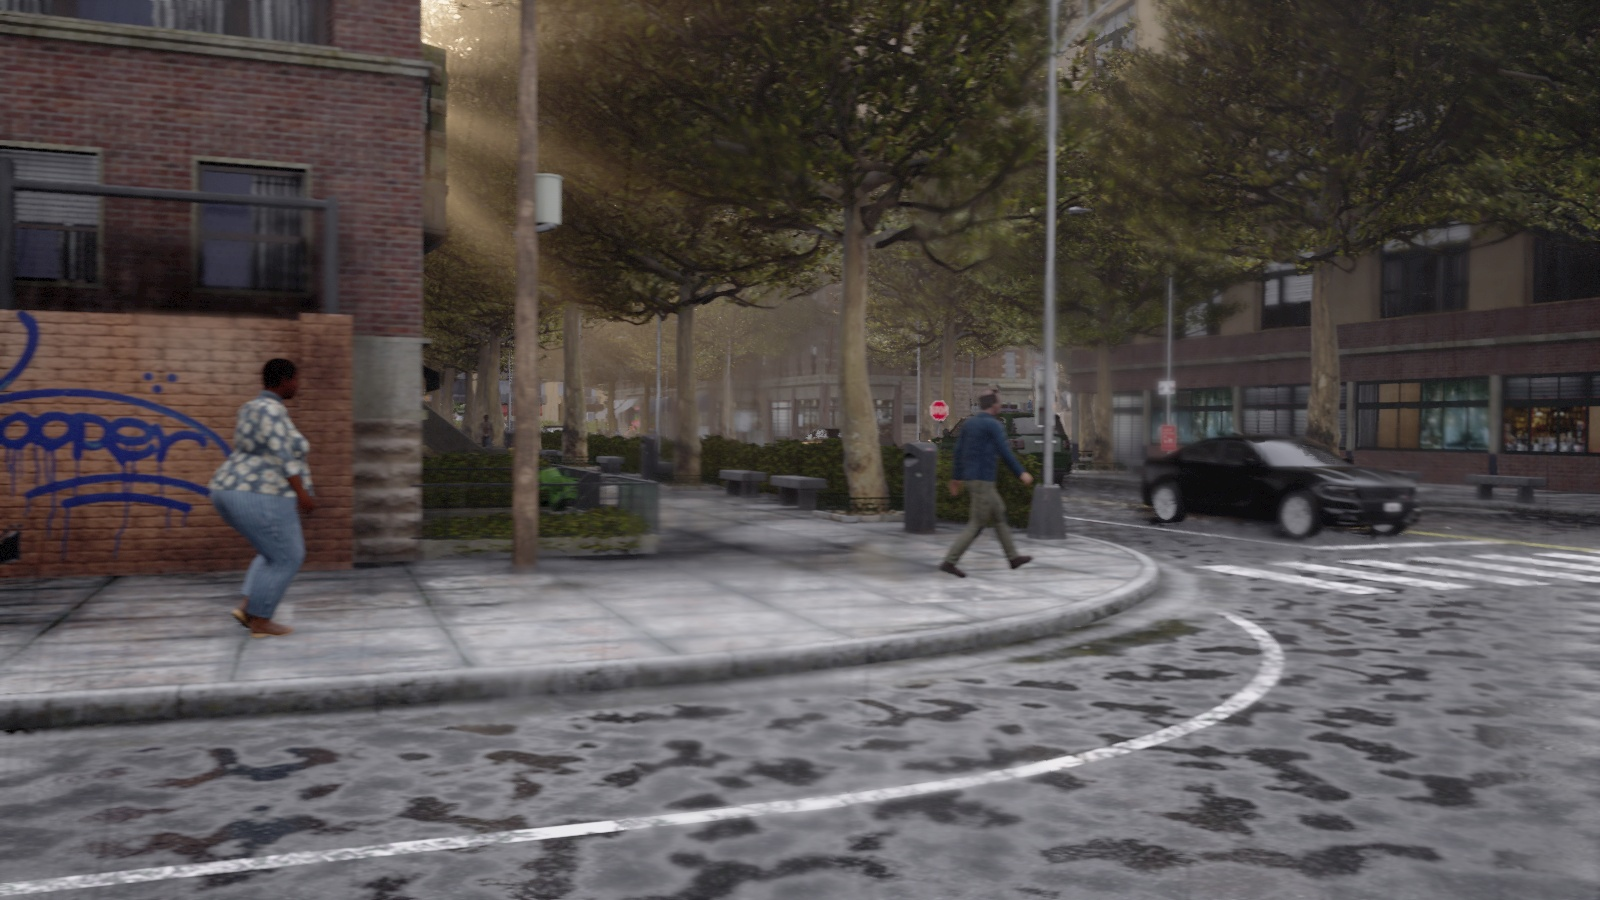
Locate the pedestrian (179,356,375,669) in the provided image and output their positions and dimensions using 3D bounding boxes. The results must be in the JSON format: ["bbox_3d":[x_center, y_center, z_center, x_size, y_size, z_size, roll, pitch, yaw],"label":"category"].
[{"bbox_3d":[-3.360,0.359,8.064,0.900,1.855,0.874,-2,1,-41],"label":"pedestrian"}]

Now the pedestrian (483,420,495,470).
[{"bbox_3d":[-11.403,-0.182,46.002,0.328,1.805,0.869,-1,1,-18],"label":"pedestrian"}]

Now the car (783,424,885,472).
[{"bbox_3d":[1.183,-0.079,46.584,2.033,1.649,4.856,-1,0,-21],"label":"car"}]

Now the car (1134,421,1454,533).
[{"bbox_3d":[7.661,0.338,20.124,1.882,1.535,5.008,-1,1,-21],"label":"car"}]

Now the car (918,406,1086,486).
[{"bbox_3d":[5.533,-0.151,35.331,2.150,2.045,5.566,-1,1,-21],"label":"car"}]

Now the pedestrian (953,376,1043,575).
[{"bbox_3d":[1.876,0.228,11.910,0.726,1.842,0.402,-1,1,-22],"label":"pedestrian"}]
